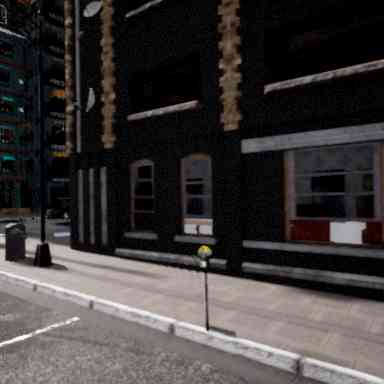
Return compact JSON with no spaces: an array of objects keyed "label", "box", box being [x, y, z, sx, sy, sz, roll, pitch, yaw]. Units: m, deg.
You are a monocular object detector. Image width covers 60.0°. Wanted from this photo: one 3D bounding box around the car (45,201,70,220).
[{"label":"car","box":[-9.532,1.441,27.259,1.837,1.490,4.892,-1,0,36]}]
